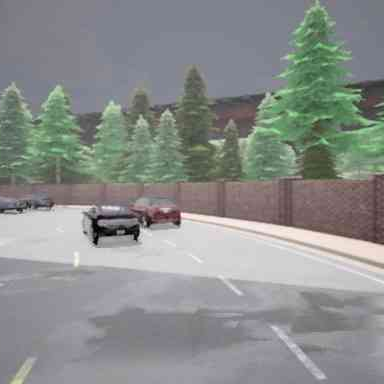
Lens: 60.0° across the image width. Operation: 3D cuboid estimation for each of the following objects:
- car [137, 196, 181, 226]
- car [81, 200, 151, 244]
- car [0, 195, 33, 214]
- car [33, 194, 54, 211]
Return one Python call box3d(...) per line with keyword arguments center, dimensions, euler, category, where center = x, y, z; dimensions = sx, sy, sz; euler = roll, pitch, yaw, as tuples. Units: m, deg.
box3d(center=(-2.443, 1.010, 19.504), dimensions=(2.097, 1.767, 4.553), euler=(-1, 1, -30), category="car")
box3d(center=(-3.669, 1.244, 14.613), dimensions=(2.128, 1.511, 4.902), euler=(-1, 1, -24), category="car")
box3d(center=(-16.884, 1.100, 29.477), dimensions=(5.357, 1.411, 2.033), euler=(0, 1, 31), category="car")
box3d(center=(-15.554, 0.984, 32.456), dimensions=(4.902, 1.511, 2.128), euler=(0, 1, 32), category="car")
